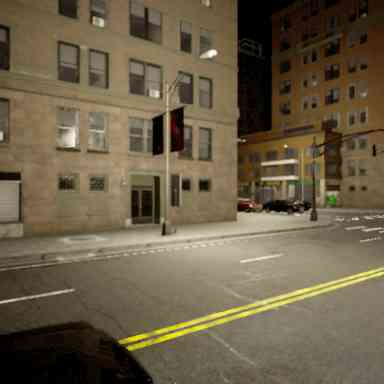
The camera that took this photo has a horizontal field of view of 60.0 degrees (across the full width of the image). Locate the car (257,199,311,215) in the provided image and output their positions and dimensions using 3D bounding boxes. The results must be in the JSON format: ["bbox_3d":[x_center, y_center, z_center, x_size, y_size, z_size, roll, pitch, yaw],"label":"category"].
[{"bbox_3d":[9.269,1.490,33.887,1.812,1.442,4.674,0,0,-35],"label":"car"}]

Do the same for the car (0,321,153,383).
[{"bbox_3d":[-2.405,1.601,1.716,4.718,1.301,1.895,0,0,-36],"label":"car"}]

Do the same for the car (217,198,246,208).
[{"bbox_3d":[5.707,1.557,48.412,1.802,1.307,4.206,0,0,-35],"label":"car"}]

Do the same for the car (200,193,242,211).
[{"bbox_3d":[3.583,1.182,41.919,2.150,2.045,5.566,0,0,-36],"label":"car"}]

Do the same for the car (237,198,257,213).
[{"bbox_3d":[5.528,1.396,34.780,1.967,1.590,4.097,0,0,-35],"label":"car"}]
